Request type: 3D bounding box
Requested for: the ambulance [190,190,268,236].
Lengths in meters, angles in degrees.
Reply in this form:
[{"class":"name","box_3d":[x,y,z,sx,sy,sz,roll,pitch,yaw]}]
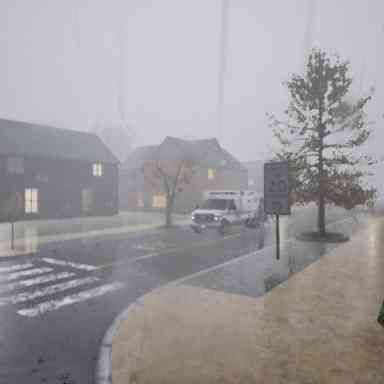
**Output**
[{"class":"ambulance","box_3d":[2.346,1.099,20.000,2.351,2.431,6.366,-1,-1,34]}]
